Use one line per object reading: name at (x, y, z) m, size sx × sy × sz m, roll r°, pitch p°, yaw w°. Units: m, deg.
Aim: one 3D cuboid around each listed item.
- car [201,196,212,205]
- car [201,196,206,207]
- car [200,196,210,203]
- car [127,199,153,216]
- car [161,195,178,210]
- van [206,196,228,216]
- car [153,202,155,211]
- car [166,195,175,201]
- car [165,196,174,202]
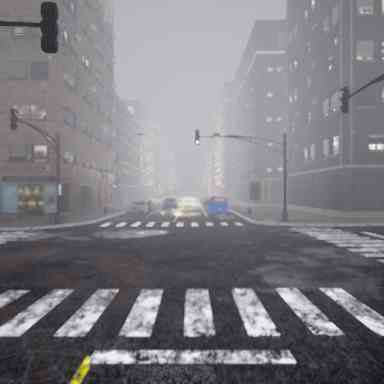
car at (2.582, 1.491, 60.614) m, size 1.752 × 1.417 × 4.829 m, roll 0°, pitch 0°, yaw 0°
car at (2.579, 1.542, 49.243) m, size 1.947 × 1.339 × 4.313 m, roll 0°, pitch 0°, yaw 0°
car at (2.584, 1.543, 66.044) m, size 1.802 × 1.307 × 4.206 m, roll 0°, pitch 0°, yaw 0°
car at (-5.273, 1.569, 32.605) m, size 1.802 × 1.307 × 4.206 m, roll 0°, pitch 0°, yaw 0°
car at (-2.738, 1.470, 41.821) m, size 1.882 × 1.535 × 5.008 m, roll 0°, pitch 0°, yaw 0°
van at (2.574, 1.328, 32.441) m, size 1.690 × 1.788 × 3.998 m, roll 0°, pitch 0°, yaw 0°
car at (-5.272, 1.528, 38.193) m, size 1.887 × 1.381 × 4.507 m, roll 0°, pitch 0°, yaw 0°
car at (-5.258, 1.507, 82.932) m, size 1.947 × 1.339 × 4.313 m, roll 0°, pitch 0°, yaw 0°
car at (-5.260, 1.530, 77.332) m, size 1.802 × 1.307 × 4.206 m, roll 0°, pitch 0°, yaw 0°
